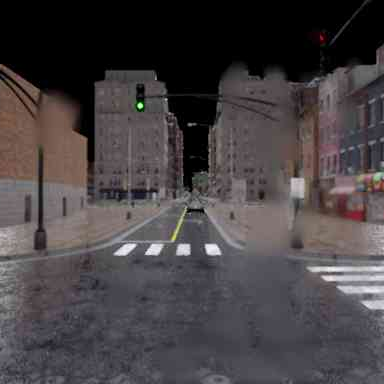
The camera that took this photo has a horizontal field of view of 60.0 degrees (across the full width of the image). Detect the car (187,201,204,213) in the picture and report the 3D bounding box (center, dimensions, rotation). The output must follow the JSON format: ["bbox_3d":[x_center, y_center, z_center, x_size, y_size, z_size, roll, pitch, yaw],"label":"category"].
[{"bbox_3d":[0.432,1.716,39.991,1.994,1.385,4.181,0,0,0],"label":"car"}]
